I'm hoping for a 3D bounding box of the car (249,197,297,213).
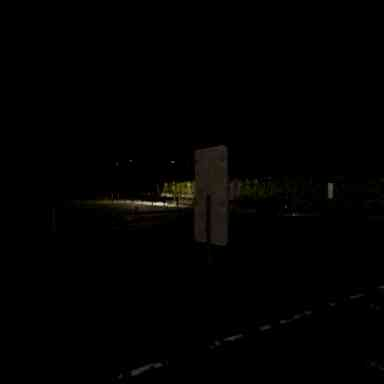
[{"bbox_3d":[8.467,1.306,34.010,1.837,1.490,4.892,0,0,-33],"label":"car"}]

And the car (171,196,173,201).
[{"bbox_3d":[-5.408,1.062,62.541,2.128,1.511,4.902,0,1,-32],"label":"car"}]

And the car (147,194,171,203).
[{"bbox_3d":[-6.000,1.108,56.580,1.837,1.490,4.892,0,0,-31],"label":"car"}]

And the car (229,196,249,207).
[{"bbox_3d":[6.286,1.227,44.119,2.128,1.511,4.902,0,0,-33],"label":"car"}]
